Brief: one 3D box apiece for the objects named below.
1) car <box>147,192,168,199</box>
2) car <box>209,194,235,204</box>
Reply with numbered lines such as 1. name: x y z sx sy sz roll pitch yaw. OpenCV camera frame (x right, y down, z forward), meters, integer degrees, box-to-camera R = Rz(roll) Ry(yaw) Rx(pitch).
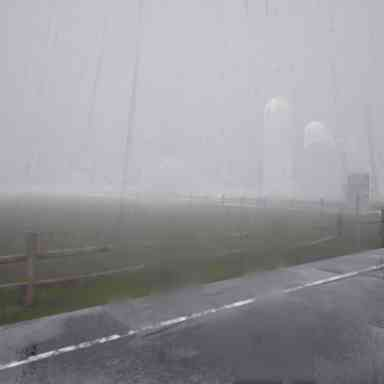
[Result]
1. car: -6.790 0.731 64.786 2.033 1.411 5.357 -1 1 -36
2. car: 4.356 0.973 49.246 1.812 1.442 4.674 -1 1 -36
